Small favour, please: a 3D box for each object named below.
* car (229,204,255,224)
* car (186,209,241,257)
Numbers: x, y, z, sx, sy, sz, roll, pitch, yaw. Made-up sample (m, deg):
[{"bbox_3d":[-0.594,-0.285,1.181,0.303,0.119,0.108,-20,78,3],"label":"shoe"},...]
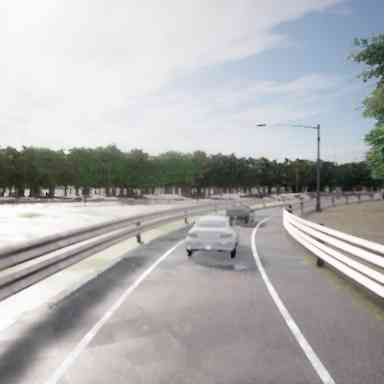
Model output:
[{"bbox_3d":[4.033,1.768,27.544,2.128,1.511,4.902,0,0,18],"label":"car"},{"bbox_3d":[0.934,1.657,13.548,1.812,1.442,4.674,0,0,9],"label":"car"}]
